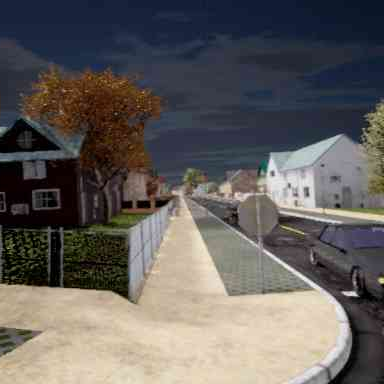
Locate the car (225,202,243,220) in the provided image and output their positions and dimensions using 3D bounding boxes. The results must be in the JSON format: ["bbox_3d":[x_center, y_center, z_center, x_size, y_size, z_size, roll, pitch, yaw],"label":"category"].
[{"bbox_3d":[4.031,1.595,28.427,1.994,1.385,4.181,-3,0,-2],"label":"car"}]

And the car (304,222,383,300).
[{"bbox_3d":[4.558,1.549,8.881,2.033,1.411,5.357,-3,0,2],"label":"car"}]
